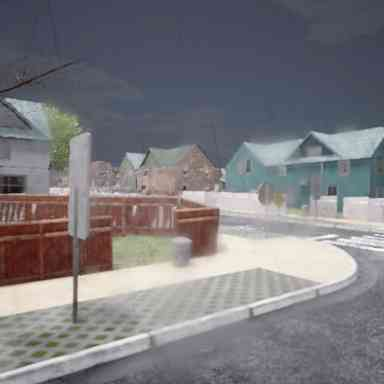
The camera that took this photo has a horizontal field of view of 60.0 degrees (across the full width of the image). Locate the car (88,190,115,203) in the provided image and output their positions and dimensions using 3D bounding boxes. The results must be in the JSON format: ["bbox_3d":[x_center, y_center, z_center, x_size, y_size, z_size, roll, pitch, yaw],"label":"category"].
[{"bbox_3d":[-12.200,0.530,44.750,1.882,1.535,5.008,1,1,-35],"label":"car"}]

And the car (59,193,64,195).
[{"bbox_3d":[-17.622,0.562,47.541,1.895,1.301,4.718,1,1,-35],"label":"car"}]

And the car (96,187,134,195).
[{"bbox_3d":[-7.191,0.510,32.755,2.150,2.045,5.566,1,1,-35],"label":"car"}]

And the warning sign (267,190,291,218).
[{"bbox_3d":[6.101,0.820,23.316,1.300,1.860,1.060,-1,0,-36],"label":"warning sign"}]
